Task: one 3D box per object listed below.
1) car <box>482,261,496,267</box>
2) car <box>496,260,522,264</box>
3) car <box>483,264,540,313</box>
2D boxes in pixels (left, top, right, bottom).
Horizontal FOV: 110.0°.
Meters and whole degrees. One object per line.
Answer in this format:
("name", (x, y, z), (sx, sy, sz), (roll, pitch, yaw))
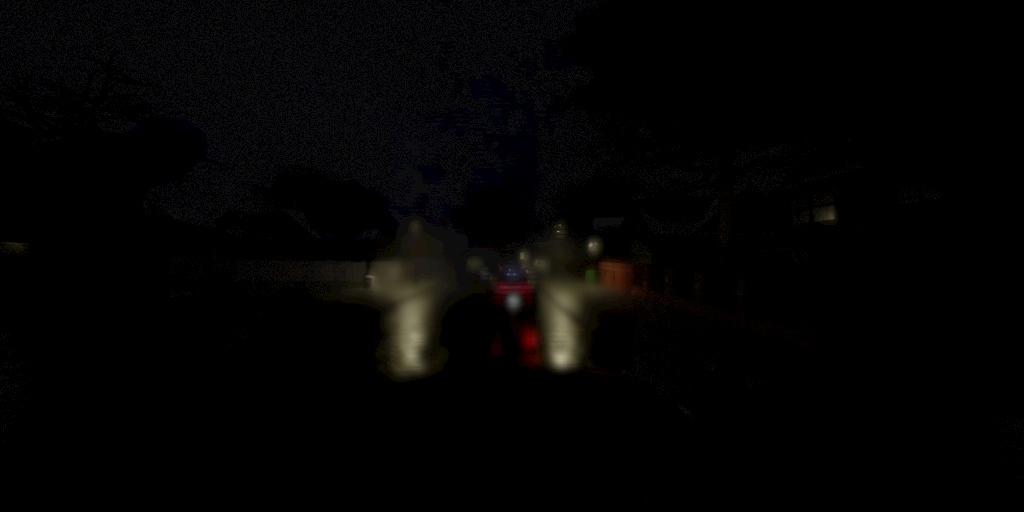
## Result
("car", (-2.830, 1.412, 48.501), (1.837, 1.490, 4.892), (0, -1, 0))
("car", (0.065, 1.149, 28.945), (2.097, 1.767, 4.553), (0, 0, 0))
("car", (0.068, 1.257, 14.128), (2.128, 1.511, 4.902), (0, 0, 0))
